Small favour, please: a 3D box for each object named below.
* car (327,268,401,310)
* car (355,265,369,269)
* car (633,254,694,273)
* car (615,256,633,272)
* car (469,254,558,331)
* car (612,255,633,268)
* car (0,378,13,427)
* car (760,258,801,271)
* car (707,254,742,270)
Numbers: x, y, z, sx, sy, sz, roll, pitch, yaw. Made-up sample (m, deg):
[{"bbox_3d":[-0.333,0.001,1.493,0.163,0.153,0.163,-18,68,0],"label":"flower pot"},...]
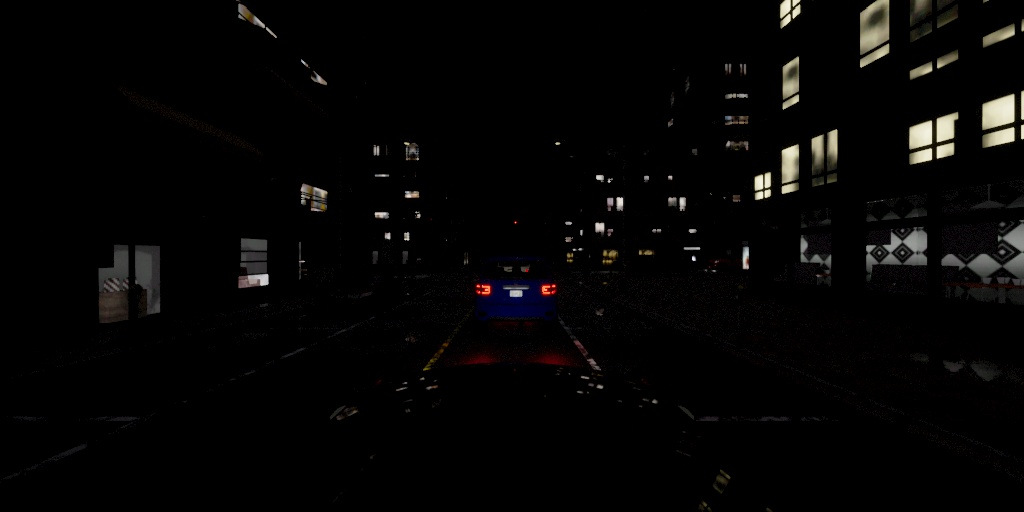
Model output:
[{"bbox_3d":[-5.739,1.332,14.483,1.802,1.307,4.207,0,0,0],"label":"car"},{"bbox_3d":[-14.952,1.607,36.805,4.718,1.301,1.895,-1,0,-1],"label":"car"},{"bbox_3d":[14.713,0.778,34.461,5.009,1.841,2.192,0,0,0],"label":"car"},{"bbox_3d":[14.422,0.983,40.230,4.674,1.442,1.812,-1,0,-1],"label":"car"},{"bbox_3d":[0.099,0.971,11.079,2.150,2.045,5.566,0,0,0],"label":"car"},{"bbox_3d":[14.580,0.764,42.840,5.009,1.841,2.192,0,0,0],"label":"car"},{"bbox_3d":[-5.690,1.300,1.566,2.007,1.370,4.403,0,0,0],"label":"car"},{"bbox_3d":[25.807,0.822,34.556,4.313,1.339,1.948,0,0,0],"label":"car"},{"bbox_3d":[24.450,0.622,40.334,4.553,1.767,2.097,-1,0,0],"label":"car"}]
